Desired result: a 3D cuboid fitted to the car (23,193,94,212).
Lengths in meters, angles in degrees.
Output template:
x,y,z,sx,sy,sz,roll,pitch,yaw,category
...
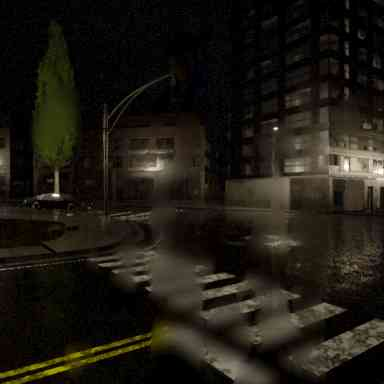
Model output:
x,y,z,sx,sy,sz,roll,pitch,yaw,category
-10.548,0.787,26.294,5.357,1.411,2.033,1,0,11,car
